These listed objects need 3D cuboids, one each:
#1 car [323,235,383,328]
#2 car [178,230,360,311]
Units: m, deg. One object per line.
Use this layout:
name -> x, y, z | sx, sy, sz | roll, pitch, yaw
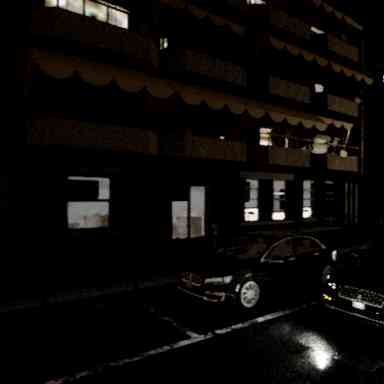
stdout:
car -> 4.611, 1.580, 6.661 | 4.892, 1.490, 1.837 | 1, -1, -35
car -> 1.730, 1.609, 7.792 | 4.403, 1.369, 2.008 | 1, 0, -35
